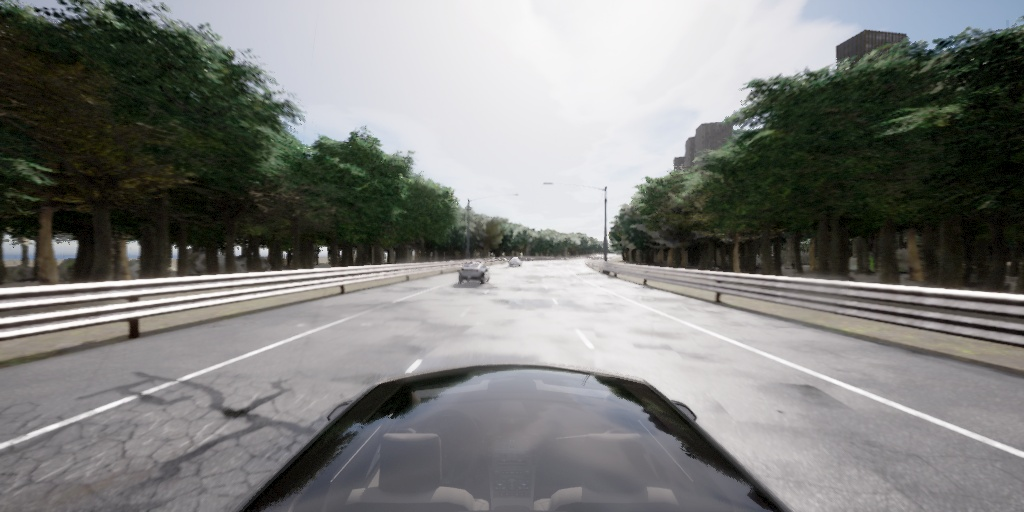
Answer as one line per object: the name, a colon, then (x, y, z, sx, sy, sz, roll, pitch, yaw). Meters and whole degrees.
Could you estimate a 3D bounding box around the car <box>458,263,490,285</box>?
car: (-2.743, 1.268, 26.729, 2.128, 1.511, 4.902, 0, 0, 3)

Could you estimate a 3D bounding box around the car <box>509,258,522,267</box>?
car: (0.642, 1.100, 61.513, 1.812, 1.442, 4.674, 0, 1, 9)
